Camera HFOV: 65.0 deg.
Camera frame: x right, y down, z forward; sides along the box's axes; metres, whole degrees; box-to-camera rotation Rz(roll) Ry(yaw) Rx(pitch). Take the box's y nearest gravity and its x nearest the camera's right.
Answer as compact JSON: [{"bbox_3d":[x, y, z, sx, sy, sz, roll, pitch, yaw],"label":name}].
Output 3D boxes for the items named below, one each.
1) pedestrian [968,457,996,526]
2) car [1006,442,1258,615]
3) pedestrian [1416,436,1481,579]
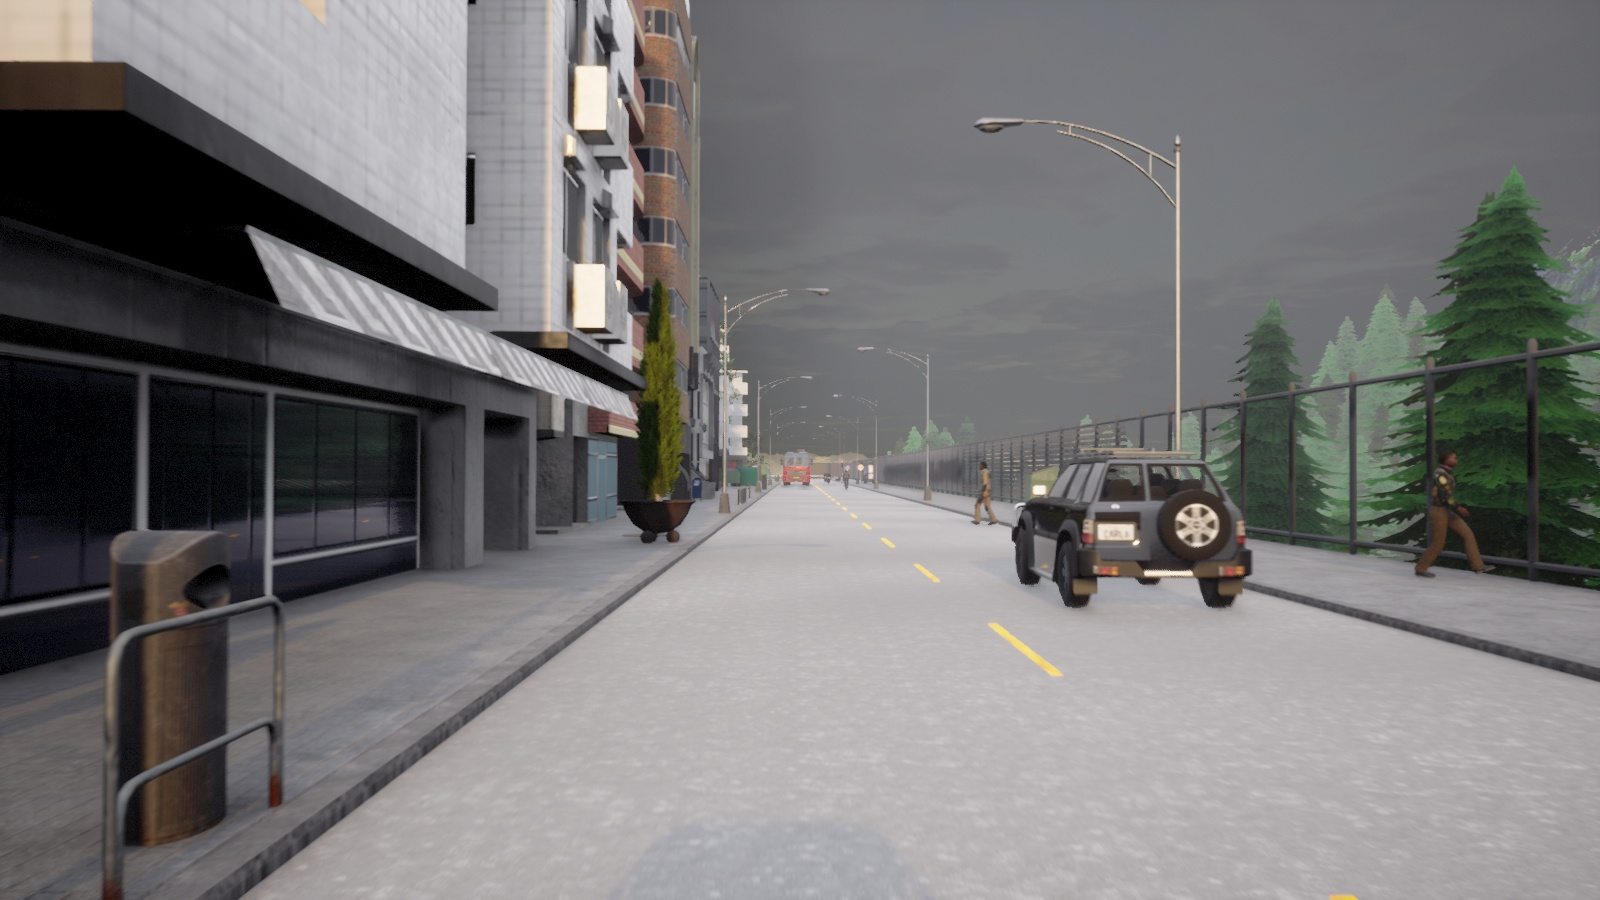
[{"bbox_3d":[5.156,1.166,35.535,0.692,1.930,0.396,-1,-1,28],"label":"pedestrian"},{"bbox_3d":[3.957,0.881,15.847,1.932,1.855,4.605,0,-1,0],"label":"car"},{"bbox_3d":[8.951,0.779,17.334,0.692,1.930,0.395,-1,-1,43],"label":"pedestrian"}]
